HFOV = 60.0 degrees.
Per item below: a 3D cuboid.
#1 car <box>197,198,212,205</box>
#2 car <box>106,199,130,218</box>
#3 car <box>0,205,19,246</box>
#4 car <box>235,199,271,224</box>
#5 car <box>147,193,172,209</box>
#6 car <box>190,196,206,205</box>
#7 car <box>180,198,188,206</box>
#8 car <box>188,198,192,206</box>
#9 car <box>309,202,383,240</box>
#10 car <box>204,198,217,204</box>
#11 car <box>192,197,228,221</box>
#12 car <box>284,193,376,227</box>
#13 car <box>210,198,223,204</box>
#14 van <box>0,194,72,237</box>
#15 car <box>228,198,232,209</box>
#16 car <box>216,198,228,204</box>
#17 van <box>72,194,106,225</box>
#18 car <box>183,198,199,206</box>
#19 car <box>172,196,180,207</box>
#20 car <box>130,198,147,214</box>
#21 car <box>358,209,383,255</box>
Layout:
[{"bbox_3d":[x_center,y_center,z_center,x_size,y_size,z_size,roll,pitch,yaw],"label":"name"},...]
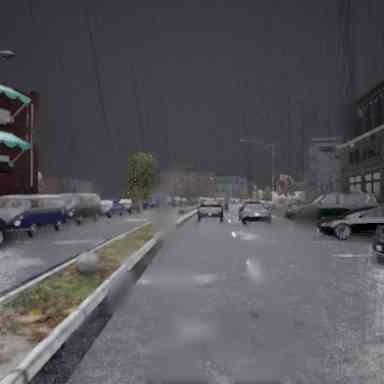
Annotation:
[{"bbox_3d":[2.925,2.121,77.001,2.097,1.535,5.008,0,-1,18],"label":"car"},{"bbox_3d":[-7.129,1.360,28.078,2.002,1.452,4.674,0,0,7],"label":"car"},{"bbox_3d":[-8.502,1.427,11.468,2.163,1.488,4.792,0,0,4],"label":"car"},{"bbox_3d":[4.291,1.399,23.180,1.994,1.385,4.181,0,0,5],"label":"car"},{"bbox_3d":[-4.833,1.184,44.508,2.435,2.045,5.566,0,-1,10],"label":"car"},{"bbox_3d":[1.356,1.872,71.709,2.185,1.767,4.553,0,-1,17],"label":"car"},{"bbox_3d":[-2.685,1.627,55.541,2.231,1.521,4.892,0,-1,13],"label":"car"},{"bbox_3d":[-1.481,1.786,60.825,2.002,1.452,4.674,0,-1,14],"label":"car"},{"bbox_3d":[8.289,1.385,15.438,4.792,1.488,2.163,0,0,4],"label":"car"},{"bbox_3d":[4.614,2.284,82.284,2.002,1.452,4.674,0,-1,19],"label":"car"},{"bbox_3d":[1.471,1.325,25.151,2.128,1.511,4.902,0,0,6],"label":"car"},{"bbox_3d":[8.700,1.067,20.887,5.566,2.045,2.435,0,0,5],"label":"car"},{"bbox_3d":[6.416,2.371,87.531,2.231,1.521,4.892,0,-2,20],"label":"car"},{"bbox_3d":[-8.165,1.129,16.916,1.878,1.987,4.442,0,0,5],"label":"van"},{"bbox_3d":[3.632,1.428,41.613,1.837,1.490,4.892,0,0,9],"label":"car"},{"bbox_3d":[8.307,2.515,92.715,2.231,1.521,4.892,0,-2,20],"label":"car"},{"bbox_3d":[-7.724,1.101,22.438,1.878,1.987,4.442,0,0,6],"label":"van"},{"bbox_3d":[-0.141,1.899,66.178,2.163,1.488,4.792,0,-1,15],"label":"car"},{"bbox_3d":[-3.812,1.394,50.022,2.185,1.767,4.553,0,-1,11],"label":"car"},{"bbox_3d":[-6.467,1.377,33.581,2.002,1.452,4.674,0,0,8],"label":"car"},{"bbox_3d":[8.018,1.410,9.856,4.892,1.521,2.231,0,1,3],"label":"car"}]
